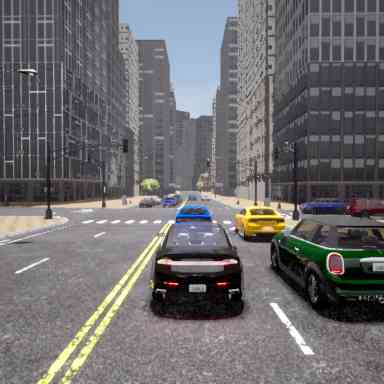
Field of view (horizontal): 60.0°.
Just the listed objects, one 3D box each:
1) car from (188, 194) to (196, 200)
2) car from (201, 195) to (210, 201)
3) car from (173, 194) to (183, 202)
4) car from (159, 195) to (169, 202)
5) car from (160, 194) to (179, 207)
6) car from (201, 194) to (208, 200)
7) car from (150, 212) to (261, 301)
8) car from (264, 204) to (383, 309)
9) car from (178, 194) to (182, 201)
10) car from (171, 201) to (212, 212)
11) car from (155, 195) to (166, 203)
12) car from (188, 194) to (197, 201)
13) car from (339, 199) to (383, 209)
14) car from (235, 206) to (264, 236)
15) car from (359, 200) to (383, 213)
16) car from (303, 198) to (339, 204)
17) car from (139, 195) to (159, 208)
[{"bbox_3d":[0.088,1.267,90.620,2.128,1.511,4.902,0,0,0],"label":"car"},{"bbox_3d":[3.329,1.513,80.644,1.895,1.301,4.718,0,0,0],"label":"car"},{"bbox_3d":[-3.176,1.286,77.134,2.097,1.767,4.553,0,0,0],"label":"car"},{"bbox_3d":[-6.425,1.482,77.969,1.994,1.385,4.181,0,0,0],"label":"car"},{"bbox_3d":[-3.292,1.491,49.511,1.812,1.442,4.674,0,0,0],"label":"car"},{"bbox_3d":[3.339,1.337,90.646,1.895,1.301,4.718,0,0,0],"label":"car"},{"bbox_3d":[0.105,1.488,8.310,2.128,1.511,4.902,0,0,0],"label":"car"},{"bbox_3d":[3.357,1.348,8.022,2.097,1.767,4.553,0,0,0],"label":"car"},{"bbox_3d":[-3.269,1.519,58.255,1.994,1.385,4.181,0,0,1],"label":"car"},{"bbox_3d":[0.120,1.468,17.815,1.882,1.535,5.008,0,0,1],"label":"car"},{"bbox_3d":[-6.443,1.448,67.990,1.837,1.490,4.892,0,0,0],"label":"car"},{"bbox_3d":[0.079,1.273,80.587,2.097,1.767,4.553,0,0,0],"label":"car"},{"bbox_3d":[16.229,1.519,29.396,5.009,1.841,2.192,1,0,1],"label":"car"},{"bbox_3d":[3.365,1.469,17.201,1.882,1.535,5.008,0,0,0],"label":"car"},{"bbox_3d":[21.846,1.643,37.677,4.829,1.417,1.752,1,0,1],"label":"car"},{"bbox_3d":[13.669,1.439,35.223,4.553,1.767,2.097,0,1,1],"label":"car"},{"bbox_3d":[-6.538,1.513,49.082,2.033,1.411,5.357,0,0,0],"label":"car"}]
